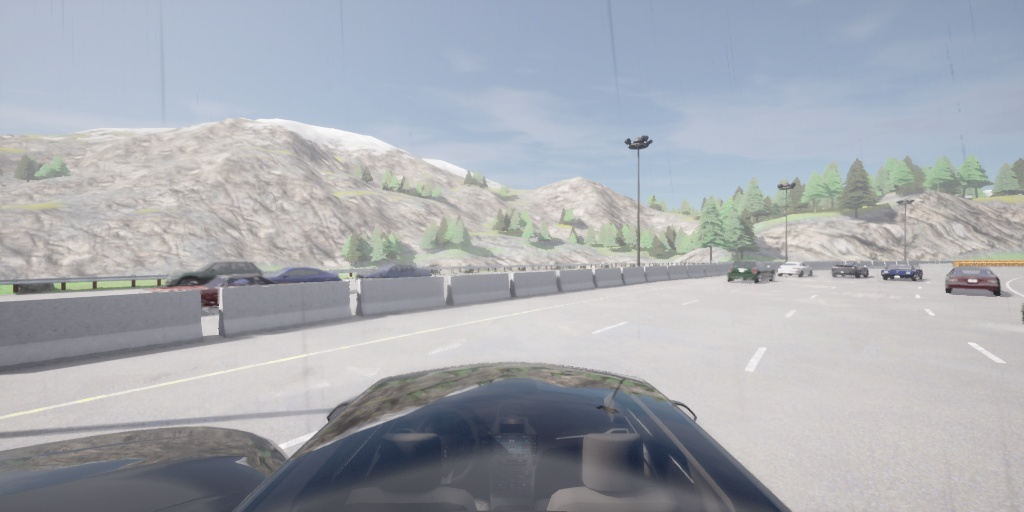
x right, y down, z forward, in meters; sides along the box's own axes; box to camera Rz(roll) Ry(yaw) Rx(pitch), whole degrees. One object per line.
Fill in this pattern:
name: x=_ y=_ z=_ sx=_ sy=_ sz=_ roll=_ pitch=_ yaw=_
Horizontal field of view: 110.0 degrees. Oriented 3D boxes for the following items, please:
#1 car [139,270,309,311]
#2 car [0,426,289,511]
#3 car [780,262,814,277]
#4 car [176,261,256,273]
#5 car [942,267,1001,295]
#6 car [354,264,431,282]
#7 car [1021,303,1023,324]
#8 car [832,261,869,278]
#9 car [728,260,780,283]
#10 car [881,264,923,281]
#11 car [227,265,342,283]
car: x=-10.530 y=1.351 z=13.250 sx=1.895 sy=1.301 sz=4.718 roll=0 pitch=0 yaw=39
car: x=-2.981 y=1.255 z=0.466 sx=4.892 sy=1.490 sz=1.837 roll=0 pitch=0 yaw=-45
car: x=27.383 y=1.276 z=34.685 sx=4.674 sy=1.442 sz=1.812 roll=0 pitch=0 yaw=-37
car: x=-17.463 y=1.102 z=21.292 sx=2.097 sy=1.767 sz=4.553 roll=0 pitch=0 yaw=40
car: x=25.344 y=1.298 z=19.806 sx=5.357 sy=1.411 sz=2.033 roll=0 pitch=0 yaw=-39
car: x=-8.559 y=1.297 z=26.279 sx=2.033 sy=1.411 sz=5.357 roll=0 pitch=0 yaw=43
car: x=10.746 y=0.971 z=5.666 sx=2.150 sy=2.045 sz=5.566 roll=0 pitch=0 yaw=42
car: x=31.383 y=1.241 z=33.268 sx=4.902 sy=1.511 sz=2.128 roll=0 pitch=0 yaw=-35
car: x=18.702 y=1.106 z=27.904 sx=4.553 sy=1.767 sz=2.097 roll=-1 pitch=0 yaw=-38
car: x=32.315 y=1.351 z=29.658 sx=4.718 sy=1.301 sz=1.895 roll=0 pitch=0 yaw=-35
car: x=-11.088 y=1.275 z=18.055 sx=1.812 sy=1.442 sz=4.674 roll=0 pitch=0 yaw=40
